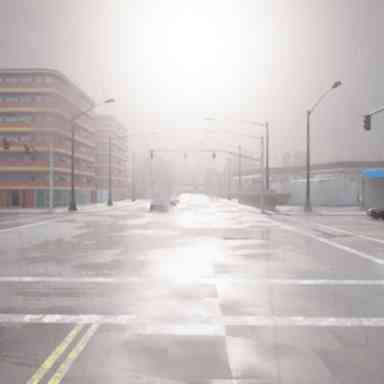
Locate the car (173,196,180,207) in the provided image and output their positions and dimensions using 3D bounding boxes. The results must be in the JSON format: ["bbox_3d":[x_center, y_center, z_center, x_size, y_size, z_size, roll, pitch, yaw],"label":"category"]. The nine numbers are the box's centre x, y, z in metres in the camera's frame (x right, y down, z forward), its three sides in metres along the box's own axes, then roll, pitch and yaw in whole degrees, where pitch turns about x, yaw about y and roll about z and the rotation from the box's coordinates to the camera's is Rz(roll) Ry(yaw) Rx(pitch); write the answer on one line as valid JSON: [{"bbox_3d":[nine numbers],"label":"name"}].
[{"bbox_3d":[-3.526,1.466,52.356,2.128,1.511,4.902,0,0,0],"label":"car"}]

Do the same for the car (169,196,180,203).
[{"bbox_3d":[-3.456,1.493,66.539,1.812,1.442,4.674,0,0,0],"label":"car"}]

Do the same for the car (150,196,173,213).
[{"bbox_3d":[-3.558,1.459,37.043,1.882,1.535,5.008,0,0,0],"label":"car"}]

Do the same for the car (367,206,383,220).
[{"bbox_3d":[16.632,1.492,26.630,4.892,1.490,1.837,0,0,0],"label":"car"}]
